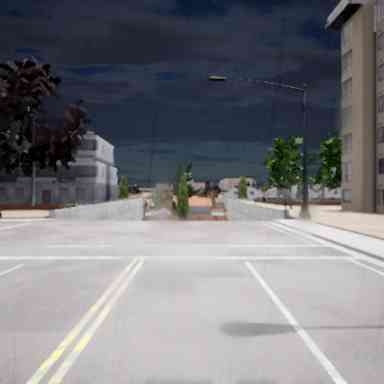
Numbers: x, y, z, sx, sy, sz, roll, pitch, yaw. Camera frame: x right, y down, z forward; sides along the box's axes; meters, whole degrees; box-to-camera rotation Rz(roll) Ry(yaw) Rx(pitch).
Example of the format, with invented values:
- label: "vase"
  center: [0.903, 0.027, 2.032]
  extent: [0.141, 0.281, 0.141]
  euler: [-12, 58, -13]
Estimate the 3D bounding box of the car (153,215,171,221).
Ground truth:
- label: "car"
  center: [-3.587, 3.591, 40.751]
  extent: [1.882, 1.535, 5.008]
  euler: [0, -10, 0]
